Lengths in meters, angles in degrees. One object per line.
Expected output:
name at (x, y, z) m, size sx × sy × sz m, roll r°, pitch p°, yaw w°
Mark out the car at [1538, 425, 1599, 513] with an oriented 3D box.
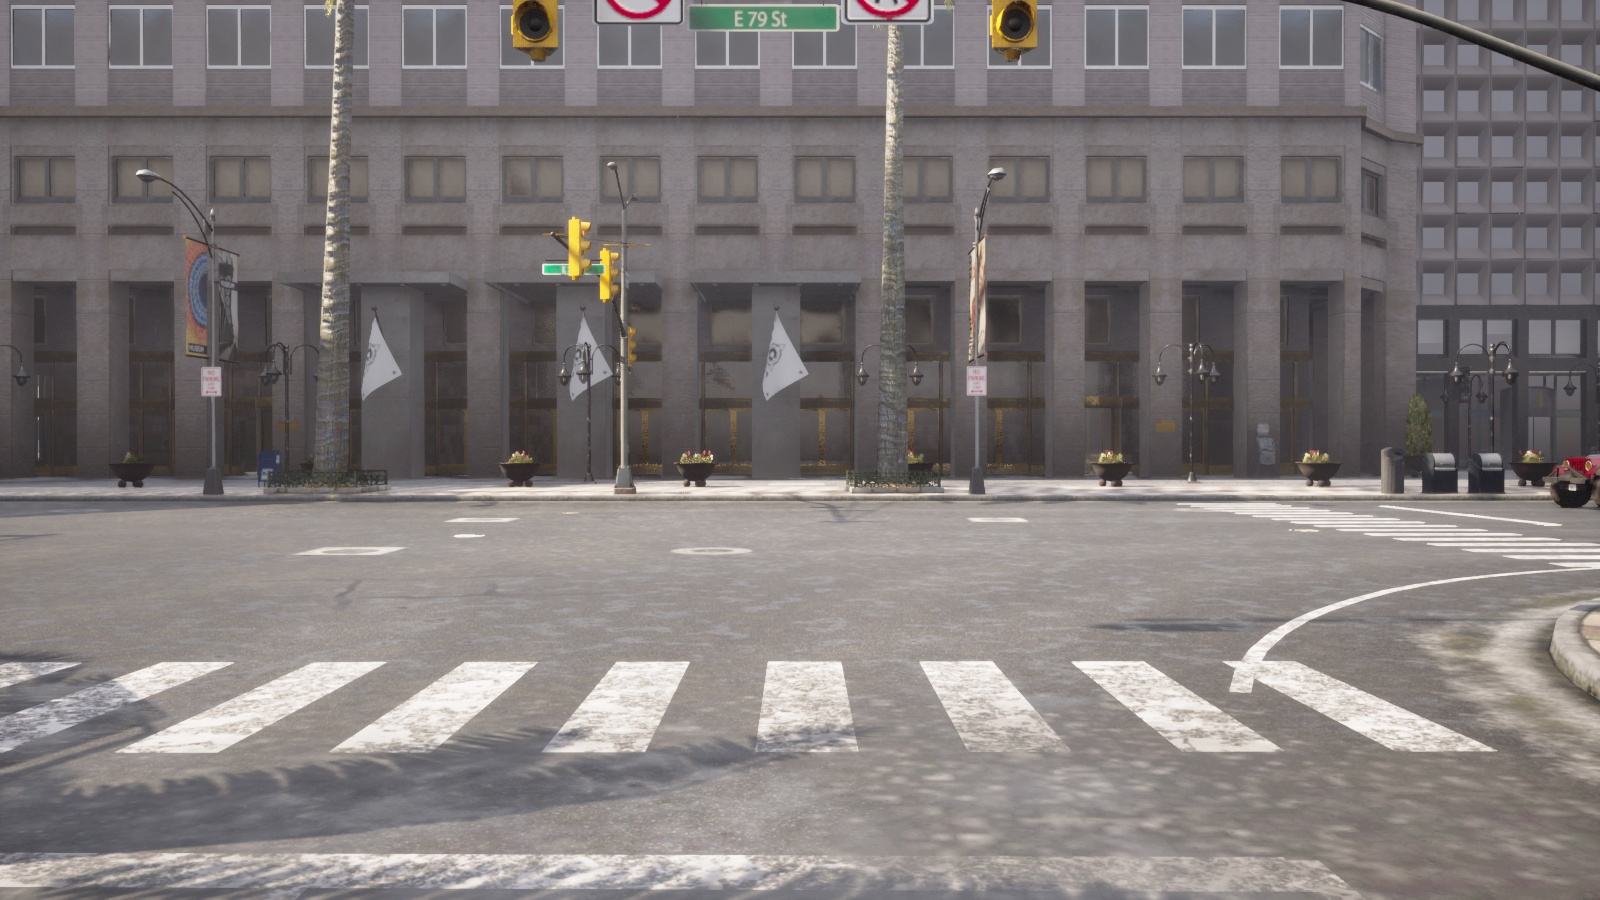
car at (18.784, 0.401, 27.708) m, size 3.866 × 1.878 × 1.905 m, roll 0°, pitch 0°, yaw 1°
